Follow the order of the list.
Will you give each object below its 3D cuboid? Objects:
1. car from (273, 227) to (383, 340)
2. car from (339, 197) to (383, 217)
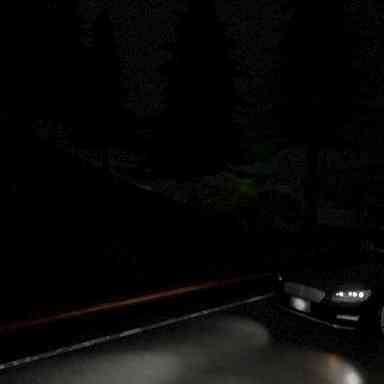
[{"bbox_3d":[3.681,1.491,6.606,4.902,1.511,2.128,0,0,-35],"label":"car"},{"bbox_3d":[15.730,1.412,31.031,2.150,2.045,5.566,0,0,-36],"label":"car"}]
